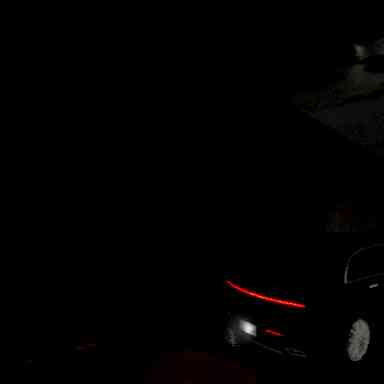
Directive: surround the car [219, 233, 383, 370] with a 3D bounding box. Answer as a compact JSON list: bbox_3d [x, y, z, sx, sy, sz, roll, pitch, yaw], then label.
[{"bbox_3d":[2.690,1.464,5.689,4.892,1.490,1.837,-1,1,-35],"label":"car"}]
